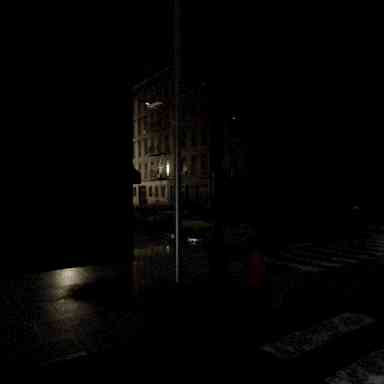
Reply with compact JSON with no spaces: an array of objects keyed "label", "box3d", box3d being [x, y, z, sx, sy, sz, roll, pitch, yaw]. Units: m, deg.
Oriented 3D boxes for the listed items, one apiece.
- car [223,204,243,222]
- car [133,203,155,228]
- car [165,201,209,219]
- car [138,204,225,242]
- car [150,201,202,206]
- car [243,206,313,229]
[{"label":"car","box3d":[2.591,1.578,25.932,1.802,1.307,4.206,0,0,-35]},{"label":"car","box3d":[-3.952,1.584,21.285,2.008,1.369,4.403,0,0,-35]},{"label":"car","box3d":[-0.549,1.565,30.341,1.947,1.339,4.313,0,0,-35]},{"label":"car","box3d":[-0.713,1.554,16.737,1.752,1.417,4.829,0,0,-35]},{"label":"car","box3d":[-1.887,1.569,22.765,2.033,1.411,5.357,0,0,-35]},{"label":"car","box3d":[5.731,1.557,21.523,1.947,1.339,4.313,0,0,-35]}]
